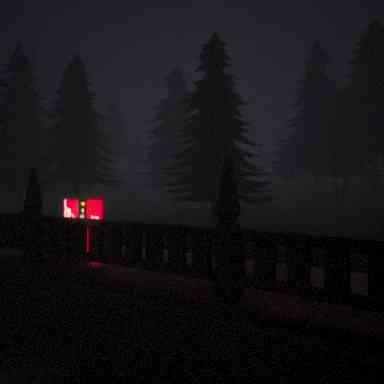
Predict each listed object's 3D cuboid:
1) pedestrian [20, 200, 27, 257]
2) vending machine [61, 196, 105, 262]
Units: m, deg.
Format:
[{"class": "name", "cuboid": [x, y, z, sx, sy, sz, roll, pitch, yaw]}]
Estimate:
[{"class": "pedestrian", "cuboid": [-5.233, 1.141, 10.549, 0.375, 1.860, 0.375, 0, 0, 30]}, {"class": "vending machine", "cuboid": [-3.702, 1.195, 11.340, 0.880, 2.100, 1.100, 0, 0, 30]}]
